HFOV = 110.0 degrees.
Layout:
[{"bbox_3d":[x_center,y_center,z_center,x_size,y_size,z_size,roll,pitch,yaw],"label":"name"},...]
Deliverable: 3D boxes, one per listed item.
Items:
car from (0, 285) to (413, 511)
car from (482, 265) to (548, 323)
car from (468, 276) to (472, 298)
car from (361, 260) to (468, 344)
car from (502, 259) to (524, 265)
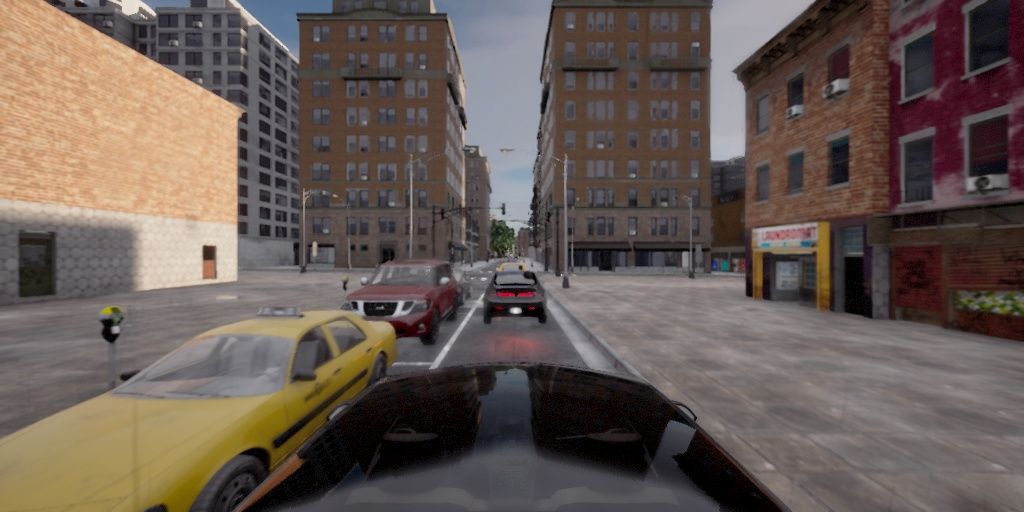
[{"bbox_3d":[-2.642,1.265,3.830,1.751,1.417,4.829,0,0,0],"label":"car"},{"bbox_3d":[0.074,1.208,11.869,1.837,1.490,4.892,0,0,-1],"label":"car"},{"bbox_3d":[-2.673,1.241,15.227,2.007,1.370,4.403,0,0,0],"label":"car"},{"bbox_3d":[-2.658,1.029,9.613,2.192,1.841,5.009,0,0,0],"label":"car"},{"bbox_3d":[0.036,1.138,21.883,1.882,1.535,5.008,0,0,0],"label":"car"}]
